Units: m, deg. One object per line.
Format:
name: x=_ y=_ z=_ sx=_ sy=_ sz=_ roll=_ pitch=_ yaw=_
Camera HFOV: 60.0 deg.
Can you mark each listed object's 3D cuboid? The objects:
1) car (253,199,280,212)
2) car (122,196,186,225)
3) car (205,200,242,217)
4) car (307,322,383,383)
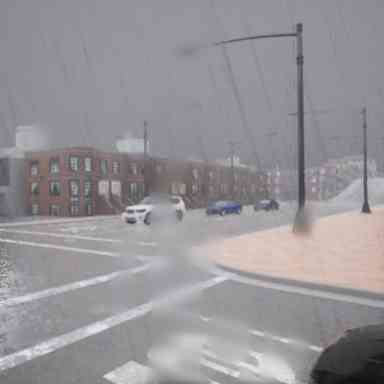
car: x=9.444 y=1.653 z=41.952 sx=1.812 sy=1.442 sz=4.674 roll=-1 pitch=-1 yaw=37
car: x=-2.774 y=1.357 z=25.697 sx=2.150 sy=2.045 sz=5.566 roll=-1 pitch=-1 yaw=37
car: x=3.260 y=1.609 z=33.731 sx=1.882 sy=1.535 sz=5.008 roll=-1 pitch=-1 yaw=37
car: x=3.143 y=1.504 z=1.752 sx=4.892 sy=1.490 sz=1.837 roll=0 pitch=0 yaw=36
